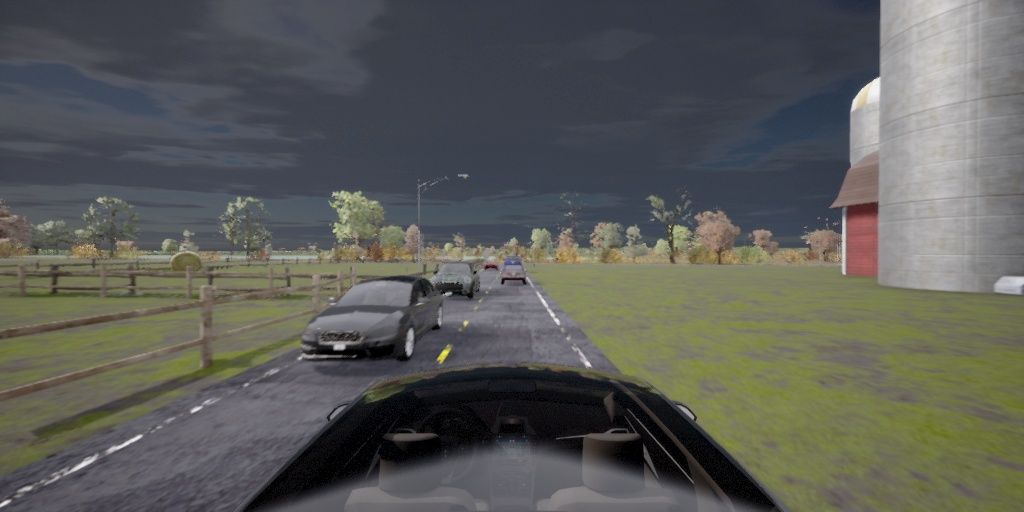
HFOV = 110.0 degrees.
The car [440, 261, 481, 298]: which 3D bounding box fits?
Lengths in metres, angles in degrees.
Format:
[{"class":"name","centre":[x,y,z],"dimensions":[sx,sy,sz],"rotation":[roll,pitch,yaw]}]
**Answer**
[{"class":"car","centre":[-2.810,1.090,18.245],"dimensions":[2.097,1.767,4.553],"rotation":[0,0,0]}]

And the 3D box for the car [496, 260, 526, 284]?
[{"class":"car","centre":[0.099,1.281,26.866],"dimensions":[2.033,1.411,5.357],"rotation":[0,0,0]}]

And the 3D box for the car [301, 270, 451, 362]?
[{"class":"car","centre":[-2.842,1.250,8.342],"dimensions":[1.837,1.490,4.892],"rotation":[0,0,0]}]

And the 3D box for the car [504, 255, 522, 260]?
[{"class":"car","centre":[0.106,0.924,46.052],"dimensions":[2.150,2.045,5.566],"rotation":[0,0,0]}]

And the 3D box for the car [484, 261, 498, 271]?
[{"class":"car","centre":[-2.758,1.298,48.740],"dimensions":[1.895,1.301,4.718],"rotation":[0,0,0]}]
